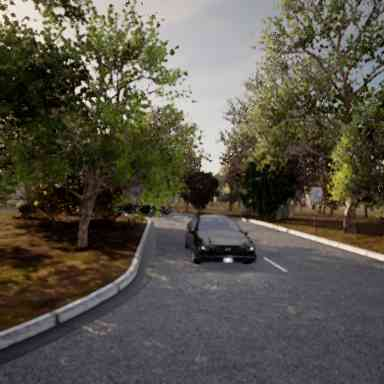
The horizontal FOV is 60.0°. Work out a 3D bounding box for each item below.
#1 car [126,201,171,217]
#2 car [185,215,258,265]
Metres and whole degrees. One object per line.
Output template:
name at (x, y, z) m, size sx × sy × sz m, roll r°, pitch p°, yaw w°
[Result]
car at (-4.196, 1.541, 31.918) m, size 5.008 × 1.535 × 1.882 m, roll 1°, pitch -3°, yaw 38°
car at (0.773, 1.539, 11.965) m, size 2.033 × 1.411 × 5.357 m, roll 2°, pitch 0°, yaw -6°
